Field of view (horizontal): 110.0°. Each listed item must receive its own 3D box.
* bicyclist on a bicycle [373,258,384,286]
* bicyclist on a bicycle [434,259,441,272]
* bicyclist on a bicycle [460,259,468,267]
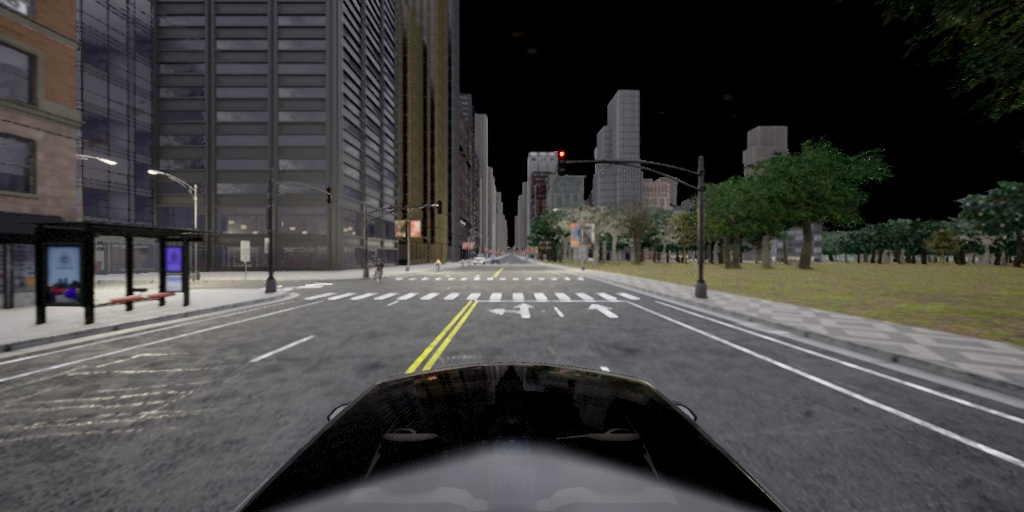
[{"bbox_3d":[-8.744,1.026,23.420,0.659,1.776,1.843,0,0,0],"label":"bicyclist on a bicycle"},{"bbox_3d":[-8.725,1.123,42.219,0.866,1.612,1.509,0,0,0],"label":"bicyclist on a bicycle"},{"bbox_3d":[-8.739,1.255,63.124,0.866,1.612,1.509,0,0,0],"label":"bicyclist on a bicycle"}]
